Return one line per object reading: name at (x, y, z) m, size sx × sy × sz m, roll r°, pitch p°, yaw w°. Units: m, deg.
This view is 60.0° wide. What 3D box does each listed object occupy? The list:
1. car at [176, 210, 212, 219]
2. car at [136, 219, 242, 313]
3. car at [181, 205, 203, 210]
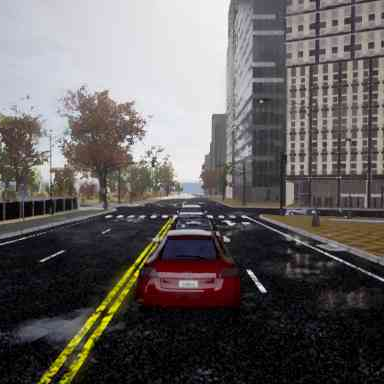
car at (0.075, 1.596, 13.015) m, size 1.895 × 1.301 × 4.718 m, roll 0°, pitch 0°, yaw 0°
car at (-0.022, 1.560, 7.767) m, size 1.994 × 1.385 × 4.181 m, roll 0°, pitch 0°, yaw 1°
car at (-0.006, 1.542, 21.256) m, size 2.033 × 1.411 × 5.357 m, roll 0°, pitch 0°, yaw 0°
